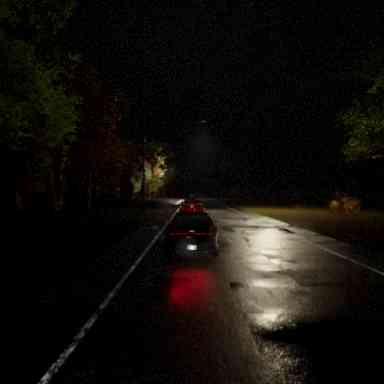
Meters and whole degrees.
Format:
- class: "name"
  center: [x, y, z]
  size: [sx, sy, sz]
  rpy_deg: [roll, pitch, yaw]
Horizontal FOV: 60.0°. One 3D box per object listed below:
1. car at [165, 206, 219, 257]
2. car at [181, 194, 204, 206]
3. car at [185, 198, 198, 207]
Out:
- class: "car"
  center: [-0.002, 1.509, 12.950]
  size: [1.837, 1.490, 4.892]
  rpy_deg: [0, 0, 0]
- class: "car"
  center: [-0.004, 1.358, 32.874]
  size: [2.097, 1.767, 4.553]
  rpy_deg: [0, 0, 0]
- class: "car"
  center: [-0.008, 1.599, 50.868]
  size: [1.895, 1.301, 4.718]
  rpy_deg: [0, 0, 0]
